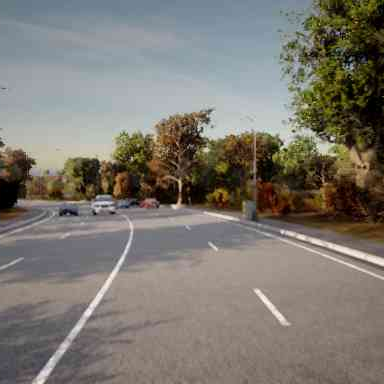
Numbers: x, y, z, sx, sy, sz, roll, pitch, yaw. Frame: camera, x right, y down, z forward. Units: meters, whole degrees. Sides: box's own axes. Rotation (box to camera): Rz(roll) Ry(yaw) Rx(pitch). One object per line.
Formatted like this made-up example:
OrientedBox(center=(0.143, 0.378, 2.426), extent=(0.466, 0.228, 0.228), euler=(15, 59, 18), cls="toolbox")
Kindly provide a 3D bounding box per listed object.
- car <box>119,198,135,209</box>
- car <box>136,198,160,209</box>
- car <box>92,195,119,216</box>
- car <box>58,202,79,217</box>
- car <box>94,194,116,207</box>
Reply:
OrientedBox(center=(-10.370, 1.722, 47.896), extent=(2.033, 1.411, 5.357), euler=(-2, 0, -26), cls="car")
OrientedBox(center=(-5.892, 1.589, 46.296), extent=(1.812, 1.442, 4.674), euler=(-2, 0, -23), cls="car")
OrientedBox(center=(-9.519, 1.402, 35.845), extent=(2.150, 2.045, 5.566), euler=(-1, 0, -18), cls="car")
OrientedBox(center=(-13.014, 1.807, 35.343), extent=(2.033, 1.411, 5.357), euler=(-1, 0, -18), cls="car")
OrientedBox(center=(-15.142, 1.490, 57.448), extent=(2.150, 2.045, 5.566), euler=(-2, 0, -31), cls="car")
